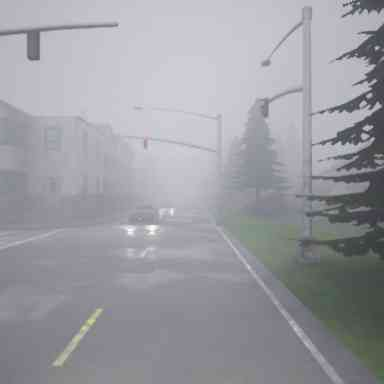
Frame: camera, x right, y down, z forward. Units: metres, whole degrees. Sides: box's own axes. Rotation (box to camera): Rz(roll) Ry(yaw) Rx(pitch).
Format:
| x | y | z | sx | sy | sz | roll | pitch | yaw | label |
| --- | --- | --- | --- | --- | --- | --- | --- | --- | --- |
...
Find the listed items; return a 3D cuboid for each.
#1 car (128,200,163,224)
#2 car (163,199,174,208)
| x | y | z | sx | sy | sz | roll | pitch | yaw | label |
| --- | --- | --- | --- | --- | --- | --- | --- | --- | --- |
| -3.597 | 1.603 | 25.335 | 1.837 | 1.490 | 4.892 | 0 | 0 | 0 | car |
| -3.688 | 1.685 | 50.069 | 1.895 | 1.301 | 4.718 | 0 | 0 | 0 | car |
